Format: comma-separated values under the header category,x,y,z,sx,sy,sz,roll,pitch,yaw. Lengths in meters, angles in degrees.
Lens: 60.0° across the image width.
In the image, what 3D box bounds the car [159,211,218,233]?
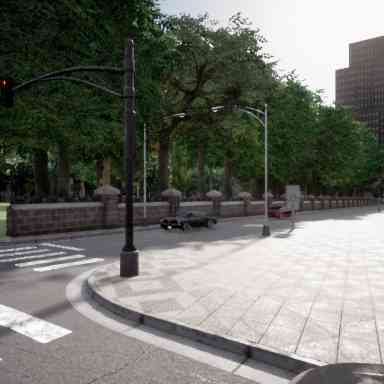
category,x,y,z,sx,sy,sz,roll,pitch,yaw
car,-0.169,2.016,23.214,1.895,1.301,4.718,0,-1,35

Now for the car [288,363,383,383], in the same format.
category,x,y,z,sx,sy,sz,roll,pitch,yaw
car,2.371,1.551,1.272,4.403,1.369,2.008,0,0,36

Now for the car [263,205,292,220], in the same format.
category,x,y,z,sx,sy,sz,roll,pitch,yaw
car,9.598,2.246,37.006,1.882,1.535,5.008,0,-2,35
